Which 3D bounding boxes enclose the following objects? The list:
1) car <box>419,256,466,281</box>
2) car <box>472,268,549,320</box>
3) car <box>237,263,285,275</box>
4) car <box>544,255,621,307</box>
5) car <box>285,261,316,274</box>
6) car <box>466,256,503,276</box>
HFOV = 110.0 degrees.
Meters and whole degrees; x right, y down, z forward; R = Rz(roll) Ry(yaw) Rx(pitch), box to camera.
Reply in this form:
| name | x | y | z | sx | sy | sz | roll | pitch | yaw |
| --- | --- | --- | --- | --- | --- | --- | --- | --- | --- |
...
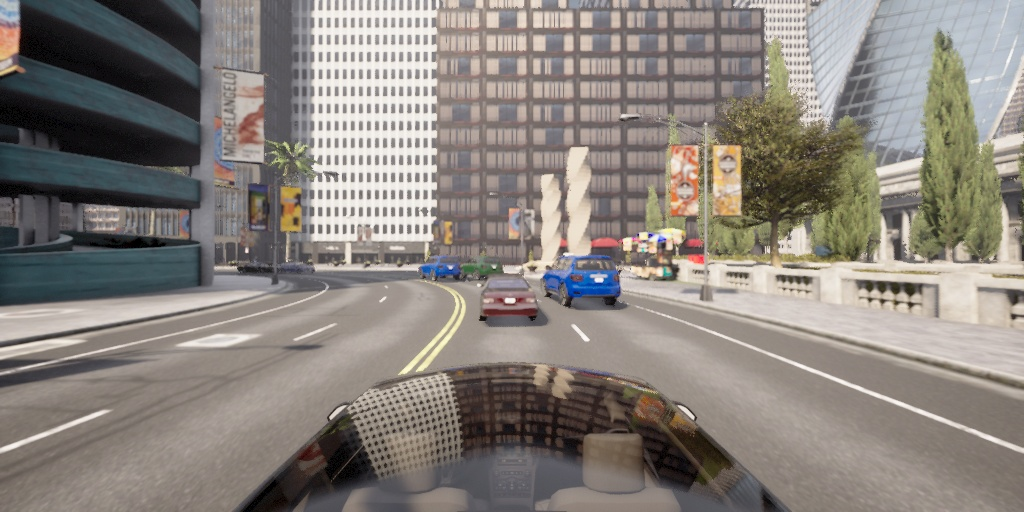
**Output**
| name | x | y | z | sx | sy | sz | roll | pitch | yaw |
| --- | --- | --- | --- | --- | --- | --- | --- | --- | --- |
| car | -6.276 | 1.041 | 30.893 | 2.150 | 2.045 | 5.566 | 0 | 0 | -31 |
| car | -0.260 | 1.324 | 12.761 | 2.033 | 1.411 | 5.357 | 0 | 0 | -5 |
| car | -28.645 | 1.446 | 40.676 | 4.718 | 1.301 | 1.895 | 0 | 0 | 20 |
| car | 2.863 | 1.004 | 15.998 | 2.150 | 2.045 | 5.566 | 0 | 0 | -8 |
| car | -25.896 | 1.377 | 43.250 | 4.674 | 1.442 | 1.812 | 0 | 0 | 23 |
| car | -2.821 | 1.043 | 31.878 | 2.150 | 2.045 | 5.566 | 0 | 0 | -30 |
